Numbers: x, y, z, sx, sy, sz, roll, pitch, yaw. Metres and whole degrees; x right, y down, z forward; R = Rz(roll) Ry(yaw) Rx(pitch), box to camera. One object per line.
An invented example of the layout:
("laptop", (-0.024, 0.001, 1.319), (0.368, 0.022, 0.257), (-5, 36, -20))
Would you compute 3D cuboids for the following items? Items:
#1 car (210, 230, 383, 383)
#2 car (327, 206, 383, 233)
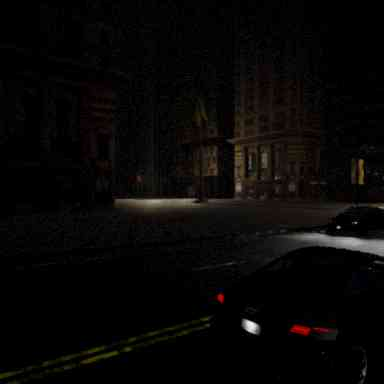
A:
("car", (2.326, 1.563, 5.100), (4.181, 1.385, 1.994), (0, 0, -36))
("car", (9.395, 1.520, 18.369), (4.674, 1.442, 1.812), (0, 0, -35))
